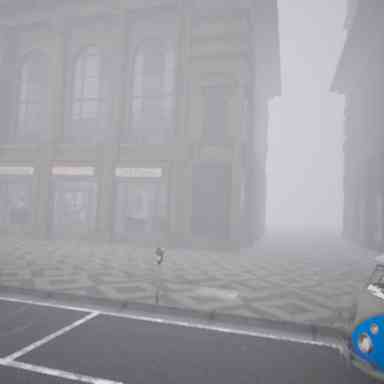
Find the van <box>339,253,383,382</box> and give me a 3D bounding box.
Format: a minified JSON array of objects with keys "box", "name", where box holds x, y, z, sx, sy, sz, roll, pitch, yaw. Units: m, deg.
[{"box":[4.138,1.763,4.142,3.998,1.788,1.690,2,-3,16],"name":"van"}]
